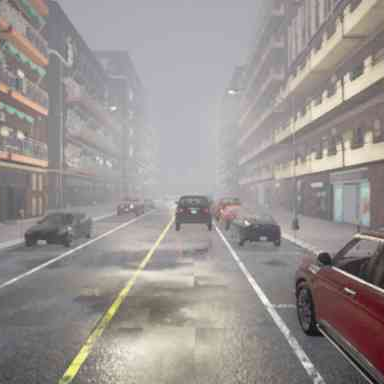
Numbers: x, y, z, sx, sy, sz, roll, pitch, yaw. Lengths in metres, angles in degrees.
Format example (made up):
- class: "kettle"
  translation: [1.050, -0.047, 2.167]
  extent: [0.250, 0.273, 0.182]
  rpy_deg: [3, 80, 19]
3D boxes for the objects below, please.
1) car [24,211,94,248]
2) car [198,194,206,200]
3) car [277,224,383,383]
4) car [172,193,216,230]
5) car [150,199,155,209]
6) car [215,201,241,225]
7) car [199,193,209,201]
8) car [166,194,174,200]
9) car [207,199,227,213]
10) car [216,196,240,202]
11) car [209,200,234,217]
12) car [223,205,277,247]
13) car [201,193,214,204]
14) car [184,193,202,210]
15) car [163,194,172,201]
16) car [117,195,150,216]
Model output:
- class: "car"
  translation: [-5.679, 1.531, 14.763]
  extent: [1.947, 1.339, 4.313]
  rpy_deg: [1, 0, 0]
- class: "car"
  translation: [2.704, 1.253, 87.111]
  extent: [1.967, 1.590, 4.097]
  rpy_deg: [1, 0, 0]
- class: "car"
  translation: [2.704, 1.306, 3.592]
  extent: [2.192, 1.841, 5.009]
  rpy_deg: [1, 0, 0]
- class: "car"
  translation: [0.101, 1.173, 20.967]
  extent: [2.150, 2.045, 5.566]
  rpy_deg: [0, 0, 0]
- class: "car"
  translation: [-5.679, 1.485, 42.602]
  extent: [1.802, 1.307, 4.206]
  rpy_deg: [1, 0, 0]
- class: "car"
  translation: [2.701, 1.497, 20.296]
  extent: [1.887, 1.381, 4.507]
  rpy_deg: [1, 0, 0]
- class: "car"
  translation: [2.706, 1.150, 75.975]
  extent: [2.192, 1.841, 5.009]
  rpy_deg: [1, 0, 0]
- class: "car"
  translation: [-5.677, 1.338, 86.976]
  extent: [1.752, 1.417, 4.829]
  rpy_deg: [1, 0, 0]
- class: "car"
  translation: [2.701, 1.481, 37.000]
  extent: [1.947, 1.339, 4.313]
  rpy_deg: [1, 0, 0]
- class: "car"
  translation: [2.704, 1.255, 25.863]
  extent: [2.192, 1.841, 5.009]
  rpy_deg: [1, 0, 0]
- class: "car"
  translation: [2.702, 1.479, 31.432]
  extent: [2.008, 1.369, 4.403]
  rpy_deg: [1, 0, 0]
- class: "car"
  translation: [2.701, 1.516, 14.728]
  extent: [2.008, 1.369, 4.403]
  rpy_deg: [1, 0, 0]
- class: "car"
  translation: [2.705, 1.183, 59.272]
  extent: [2.192, 1.841, 5.009]
  rpy_deg: [1, 0, 0]
- class: "car"
  translation: [0.103, 1.125, 42.458]
  extent: [2.150, 2.045, 5.566]
  rpy_deg: [0, 0, 0]
- class: "car"
  translation: [-5.677, 1.385, 76.009]
  extent: [2.008, 1.369, 4.403]
  rpy_deg: [1, 0, 0]
- class: "car"
  translation: [-5.676, 1.242, 31.465]
  extent: [2.192, 1.841, 5.009]
  rpy_deg: [1, 0, 0]
